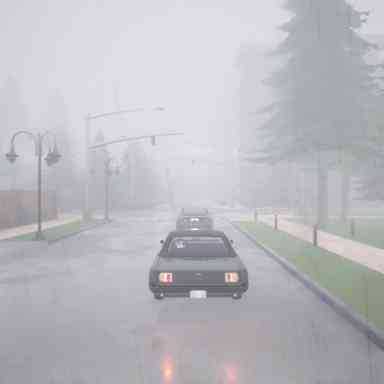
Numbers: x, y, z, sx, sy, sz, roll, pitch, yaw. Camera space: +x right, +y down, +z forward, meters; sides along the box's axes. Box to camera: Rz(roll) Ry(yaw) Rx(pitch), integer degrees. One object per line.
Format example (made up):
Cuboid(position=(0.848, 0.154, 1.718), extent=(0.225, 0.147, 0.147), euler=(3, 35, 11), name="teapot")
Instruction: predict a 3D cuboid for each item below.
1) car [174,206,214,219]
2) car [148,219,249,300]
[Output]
Cuboid(position=(0.131, 1.505, 17.627), extent=(1.837, 1.490, 4.892), euler=(0, 0, 0), name="car")
Cuboid(position=(0.118, 1.601, 8.366), extent=(1.895, 1.301, 4.718), euler=(0, 0, 0), name="car")
